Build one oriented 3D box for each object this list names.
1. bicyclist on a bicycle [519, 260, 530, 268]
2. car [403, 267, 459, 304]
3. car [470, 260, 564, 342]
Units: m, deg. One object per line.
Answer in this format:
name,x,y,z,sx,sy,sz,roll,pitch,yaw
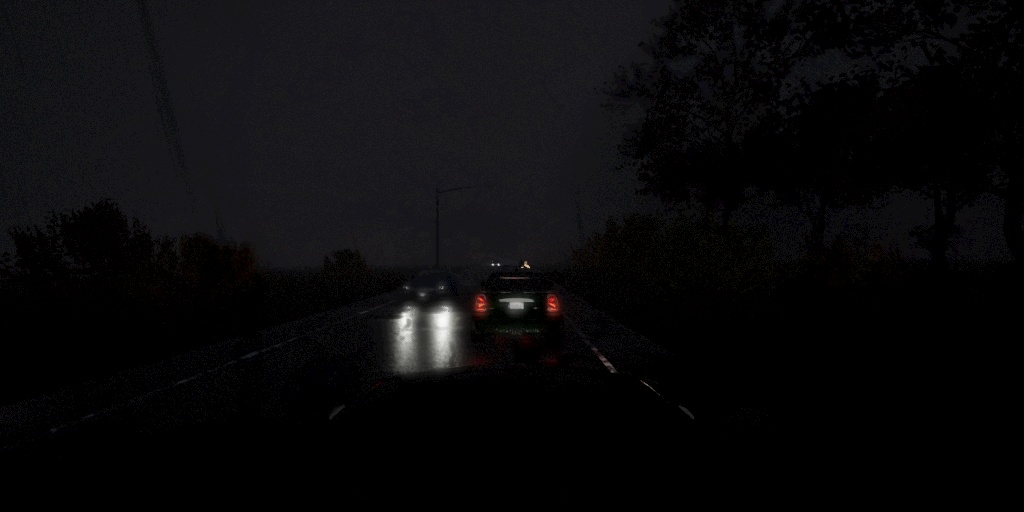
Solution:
bicyclist on a bicycle,0.972,1.177,25.710,0.866,1.612,1.509,0,0,1
car,-3.572,1.270,16.603,1.812,1.442,4.674,0,0,0
car,0.112,1.099,9.888,2.097,1.767,4.553,0,0,0
